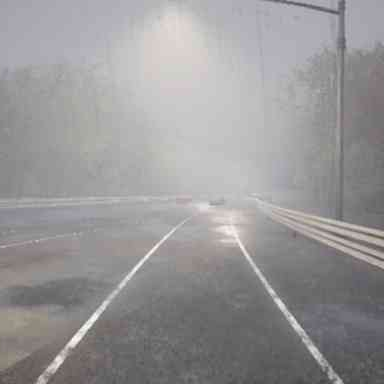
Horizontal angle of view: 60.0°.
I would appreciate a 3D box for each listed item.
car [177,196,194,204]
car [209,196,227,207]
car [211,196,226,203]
[{"bbox_3d":[-1.108,1.359,58.968,1.882,1.535,5.008,1,0,19],"label":"car"},{"bbox_3d":[4.148,1.540,52.704,2.033,1.411,5.357,1,0,19],"label":"car"},{"bbox_3d":[5.352,1.508,67.076,1.994,1.385,4.181,1,0,19],"label":"car"}]
